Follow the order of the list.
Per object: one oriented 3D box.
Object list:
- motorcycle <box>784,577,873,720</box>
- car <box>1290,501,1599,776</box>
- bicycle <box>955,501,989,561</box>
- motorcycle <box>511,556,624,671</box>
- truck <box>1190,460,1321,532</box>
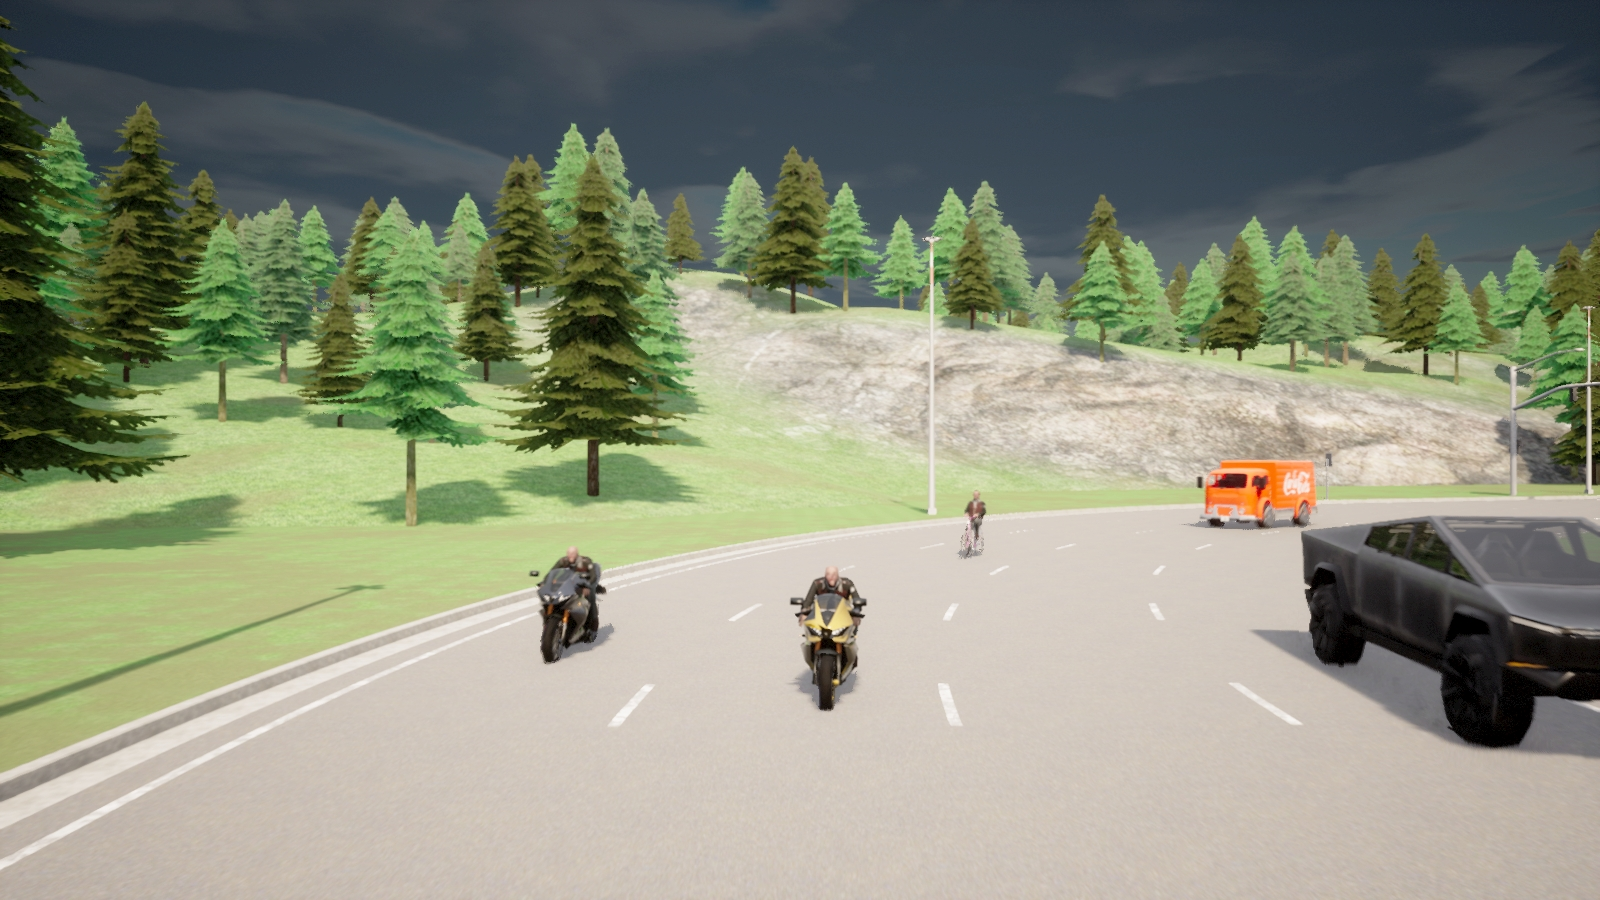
[{"bbox_3d":[0.369,2.220,13.200,0.867,1.251,2.209,0,0,6],"label":"motorcycle"},{"bbox_3d":[7.743,1.768,12.909,2.390,2.098,6.274,0,0,7],"label":"car"},{"bbox_3d":[4.503,2.090,29.809,0.329,1.471,1.835,1,0,25],"label":"bicycle"},{"bbox_3d":[-3.192,2.222,15.924,0.867,1.251,2.209,2,0,7],"label":"motorcycle"},{"bbox_3d":[16.845,1.613,42.117,5.204,2.467,2.627,0,0,-44],"label":"truck"}]
